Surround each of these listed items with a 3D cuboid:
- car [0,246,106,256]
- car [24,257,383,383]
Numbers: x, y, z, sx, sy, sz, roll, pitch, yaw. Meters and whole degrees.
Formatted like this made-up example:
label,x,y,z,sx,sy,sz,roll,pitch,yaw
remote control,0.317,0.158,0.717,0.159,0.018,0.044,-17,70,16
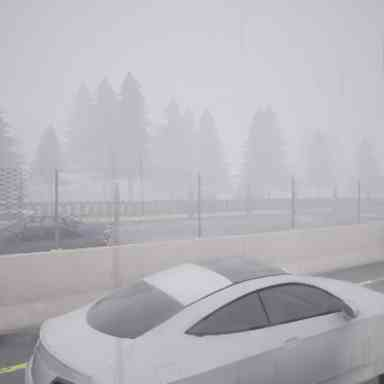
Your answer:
label,x,y,z,sx,sy,sz,roll,pitch,yaw
car,-4.469,1.562,9.157,4.181,1.385,1.994,0,0,-31
car,0.673,1.523,3.854,4.674,1.442,1.812,0,0,-31
